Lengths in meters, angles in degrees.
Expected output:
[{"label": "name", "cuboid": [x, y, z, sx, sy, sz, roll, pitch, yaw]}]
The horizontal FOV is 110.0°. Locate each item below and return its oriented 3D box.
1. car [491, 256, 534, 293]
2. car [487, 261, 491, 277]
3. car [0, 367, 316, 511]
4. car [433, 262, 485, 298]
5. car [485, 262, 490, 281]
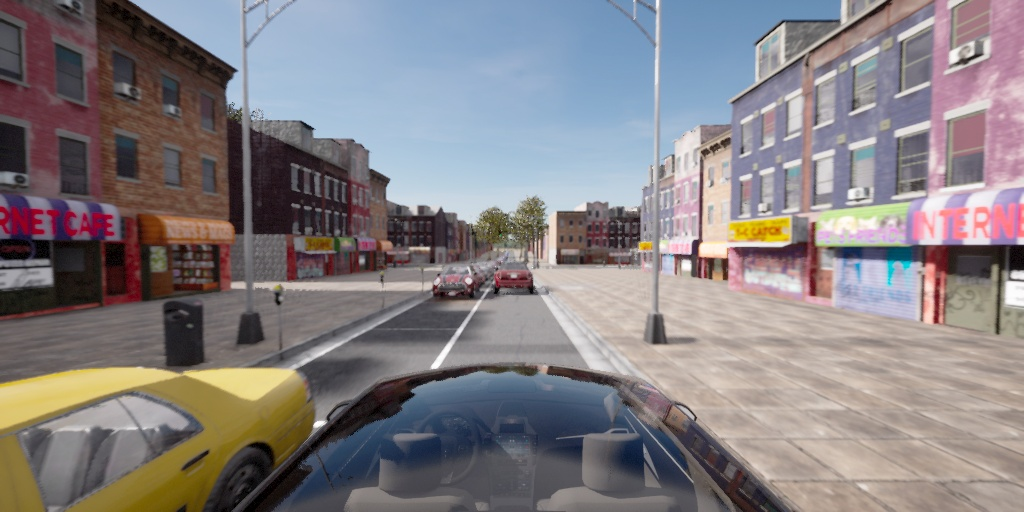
[{"label": "car", "cuboid": [0.102, 1.041, 20.447, 2.097, 1.767, 4.553, 0, 0, 0]}, {"label": "car", "cuboid": [-2.635, 1.226, 28.682, 2.007, 1.370, 4.403, 0, 0, 0]}, {"label": "car", "cuboid": [-2.640, 1.277, 1.278, 1.751, 1.417, 4.829, 0, 0, 0]}, {"label": "car", "cuboid": [-2.637, 1.133, 17.788, 1.967, 1.591, 4.097, 0, 0, 0]}, {"label": "car", "cuboid": [-2.635, 1.265, 23.233, 1.802, 1.307, 4.207, 0, 0, 0]}]
